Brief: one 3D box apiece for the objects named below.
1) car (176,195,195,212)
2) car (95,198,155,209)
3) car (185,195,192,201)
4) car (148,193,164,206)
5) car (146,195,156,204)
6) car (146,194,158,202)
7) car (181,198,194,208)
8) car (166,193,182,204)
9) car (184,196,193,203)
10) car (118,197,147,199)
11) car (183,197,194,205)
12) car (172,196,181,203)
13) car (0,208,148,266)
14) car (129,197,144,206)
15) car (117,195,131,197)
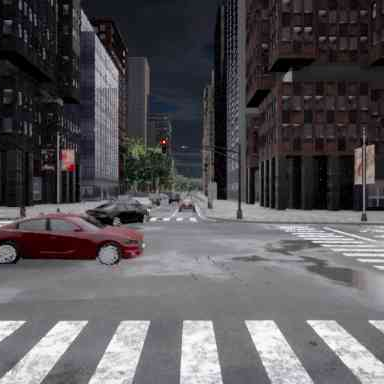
[{"bbox_3d":[-0.563,1.445,38.950,1.967,1.590,4.097,0,0,0],"label":"car"},{"bbox_3d":[-4.747,1.427,21.692,1.882,1.535,5.008,2,1,26],"label":"car"},{"bbox_3d":[-0.852,1.687,93.199,1.887,1.381,4.507,0,0,0],"label":"car"},{"bbox_3d":[-6.500,1.263,55.908,2.150,2.045,5.566,0,0,-1],"label":"car"},{"bbox_3d":[-6.455,1.544,45.266,1.812,1.442,4.674,0,0,0],"label":"car"},{"bbox_3d":[-9.290,1.410,76.889,2.192,1.841,5.009,0,0,0],"label":"car"},{"bbox_3d":[-0.620,1.610,49.799,1.802,1.307,4.206,0,0,0],"label":"car"},{"bbox_3d":[-3.360,1.284,64.623,2.150,2.045,5.566,0,0,0],"label":"car"},{"bbox_3d":[-0.736,1.606,71.669,1.752,1.417,4.829,0,0,0],"label":"car"},{"bbox_3d":[-6.402,1.544,35.039,2.033,1.411,5.357,0,0,0],"label":"car"},{"bbox_3d":[-0.678,1.598,60.649,1.887,1.381,4.507,0,0,0],"label":"car"},{"bbox_3d":[-3.505,1.645,75.349,1.994,1.385,4.181,0,0,0],"label":"car"},{"bbox_3d":[-4.091,1.450,10.848,5.008,1.535,1.882,1,0,0],"label":"car"},{"bbox_3d":[-9.173,1.565,55.015,1.752,1.417,4.829,0,0,0],"label":"car"},{"bbox_3d":[-9.118,1.331,44.334,2.192,1.841,5.009,0,0,0],"label":"car"}]
